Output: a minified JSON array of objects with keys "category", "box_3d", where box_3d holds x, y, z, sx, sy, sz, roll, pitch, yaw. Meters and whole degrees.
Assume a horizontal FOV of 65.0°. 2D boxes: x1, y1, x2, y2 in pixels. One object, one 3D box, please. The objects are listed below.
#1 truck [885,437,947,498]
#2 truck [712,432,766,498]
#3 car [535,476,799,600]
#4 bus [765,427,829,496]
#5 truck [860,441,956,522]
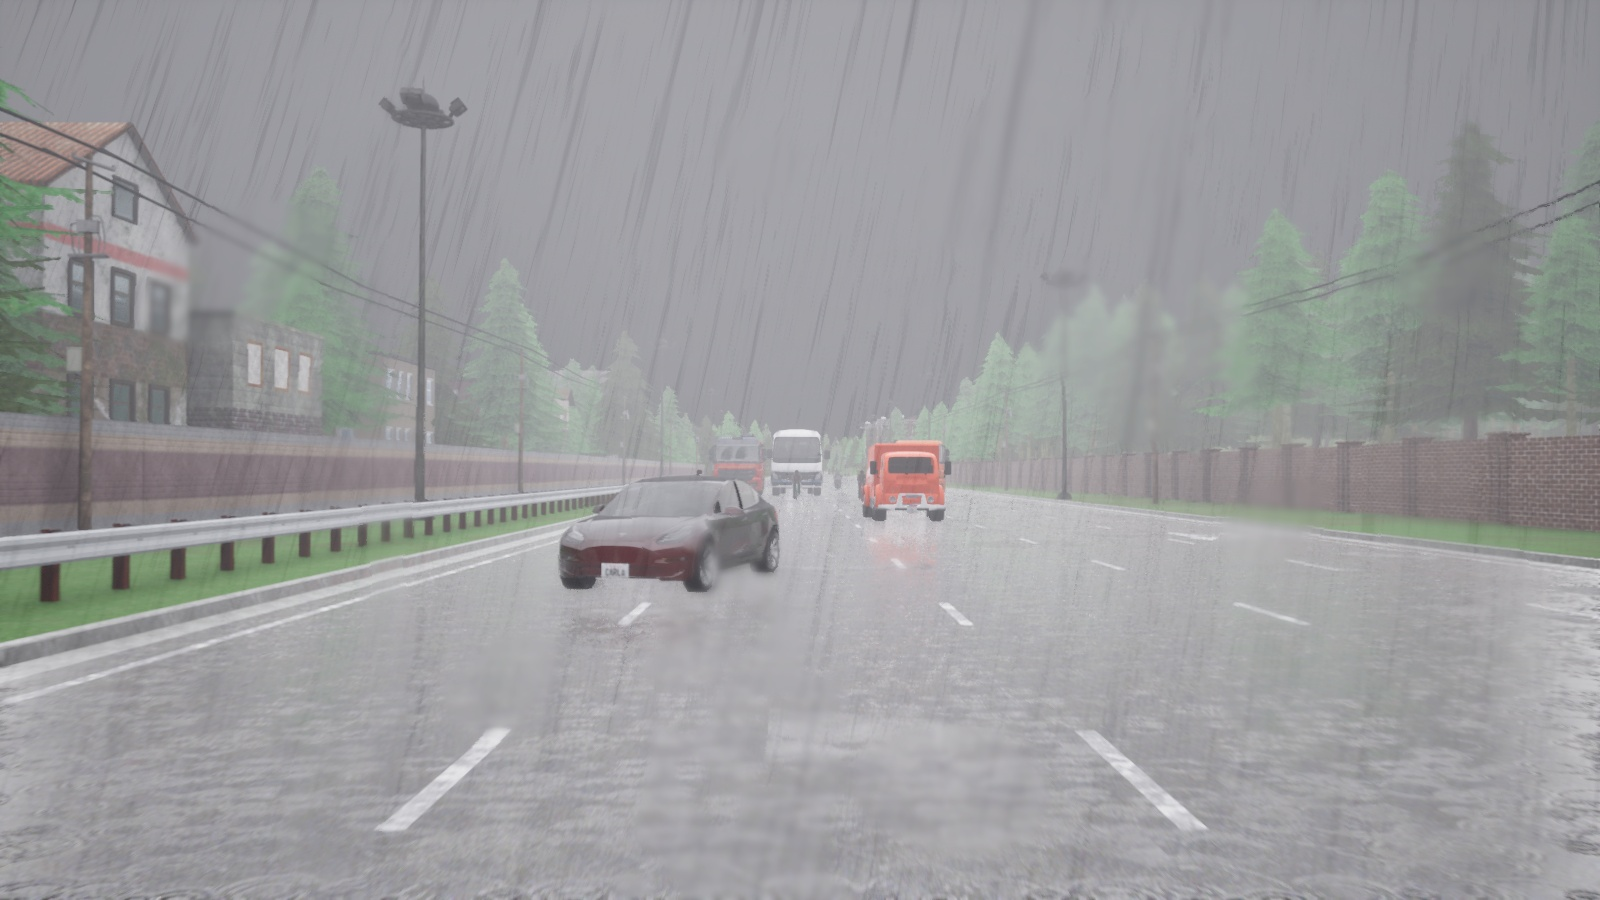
[{"category":"truck","box_3d":[6.816,1.059,74.912,2.891,3.462,7.936,0,-1,0]},{"category":"truck","box_3d":[-3.691,0.965,77.668,2.891,3.827,8.468,0,-1,0]},{"category":"car","box_3d":[-1.672,1.119,17.767,2.163,1.488,4.792,0,-1,15]},{"category":"bus","box_3d":[-0.204,0.825,82.794,3.944,4.253,10.273,0,-1,0]},{"category":"truck","box_3d":[3.400,0.997,40.769,2.627,2.467,5.204,0,-1,0]}]
